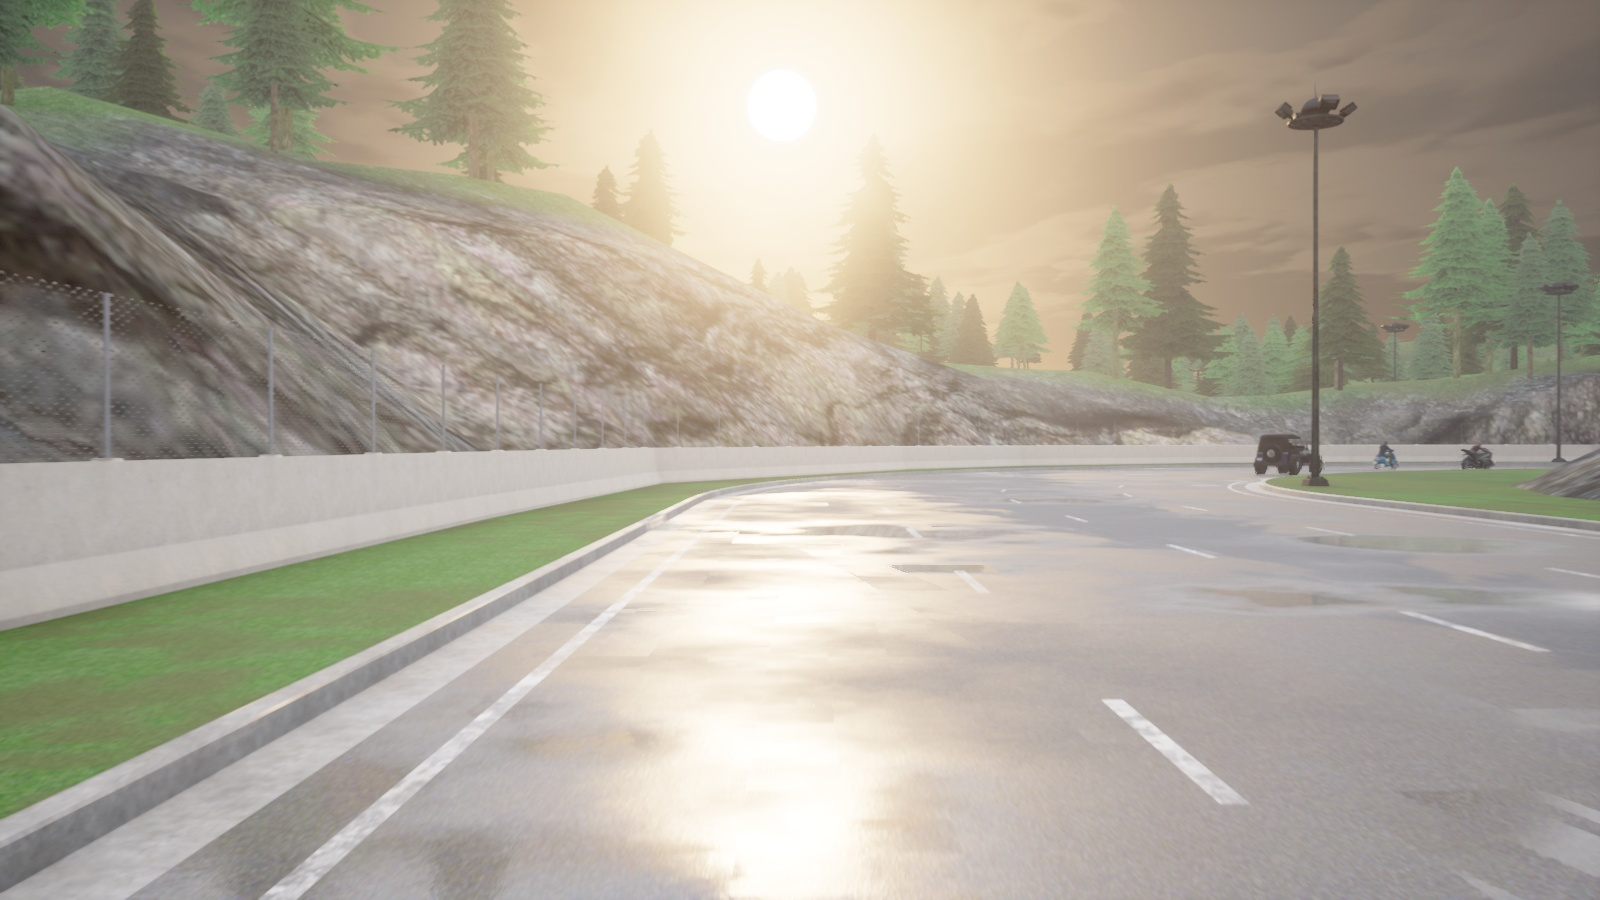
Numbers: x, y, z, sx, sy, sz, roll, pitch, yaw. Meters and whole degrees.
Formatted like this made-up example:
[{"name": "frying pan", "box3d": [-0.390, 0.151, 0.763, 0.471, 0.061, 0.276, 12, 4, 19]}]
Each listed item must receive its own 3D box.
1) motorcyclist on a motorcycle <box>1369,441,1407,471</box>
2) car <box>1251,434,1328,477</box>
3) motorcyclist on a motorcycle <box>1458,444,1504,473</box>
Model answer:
[{"name": "motorcyclist on a motorcycle", "box3d": [32.004, 0.341, 68.307, 1.817, 1.590, 0.866, 0, 2, -24]}, {"name": "car", "box3d": [22.602, 0.234, 57.938, 3.866, 1.878, 1.905, 0, 0, -44]}, {"name": "motorcyclist on a motorcycle", "box3d": [35.914, 0.437, 66.242, 2.191, 1.530, 0.866, 0, 1, -21]}]
